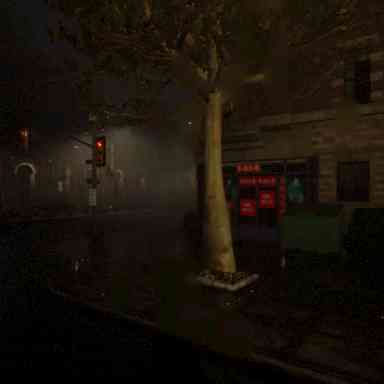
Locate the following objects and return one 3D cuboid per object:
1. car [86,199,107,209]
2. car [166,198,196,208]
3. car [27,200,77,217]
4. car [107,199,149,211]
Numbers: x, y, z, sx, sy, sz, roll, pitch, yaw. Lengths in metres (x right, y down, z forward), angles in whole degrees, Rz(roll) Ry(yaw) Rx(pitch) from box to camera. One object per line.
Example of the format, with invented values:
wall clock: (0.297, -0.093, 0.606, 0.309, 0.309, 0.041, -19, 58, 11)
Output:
car: (-11.954, 1.615, 45.167, 1.895, 1.301, 4.718, 0, 0, 36)
car: (-1.405, 1.564, 48.305, 2.033, 1.411, 5.357, 0, 0, 36)
car: (-13.370, 1.542, 31.948, 1.812, 1.442, 4.674, 0, 0, 36)
car: (-7.476, 1.617, 40.026, 1.895, 1.301, 4.718, 0, 0, 36)
